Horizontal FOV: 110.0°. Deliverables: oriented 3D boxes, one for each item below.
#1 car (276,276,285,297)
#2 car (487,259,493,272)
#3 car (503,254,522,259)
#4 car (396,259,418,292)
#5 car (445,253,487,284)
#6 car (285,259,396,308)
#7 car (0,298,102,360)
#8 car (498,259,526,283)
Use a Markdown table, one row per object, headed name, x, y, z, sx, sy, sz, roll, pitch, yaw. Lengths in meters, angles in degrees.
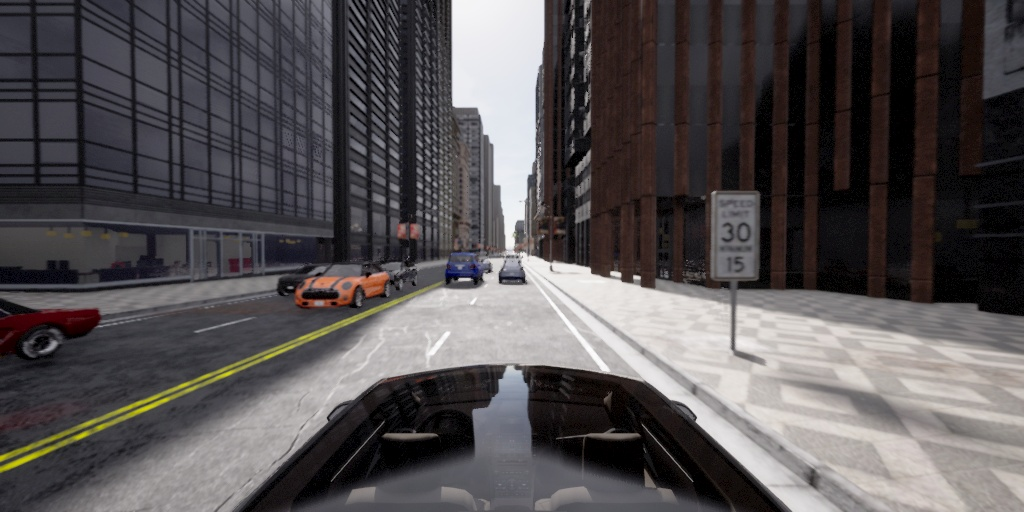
| name | x | y | z | sx | sy | sz | roll | pitch | yaw |
| --- | --- | --- | --- | --- | --- | --- | --- | --- | --- |
| car | -9.835 | 1.126 | 18.420 | 1.882 | 1.535 | 5.008 | 0 | 0 | 0 |
| car | -3.200 | 1.062 | 40.303 | 2.033 | 1.411 | 5.357 | 0 | 0 | 0 |
| car | 0.071 | 0.718 | 43.371 | 2.150 | 2.045 | 5.566 | 0 | 0 | 0 |
| car | -6.502 | 0.947 | 19.608 | 1.837 | 1.490 | 4.892 | 0 | 0 | 0 |
| car | -3.243 | 0.828 | 25.136 | 2.150 | 2.045 | 5.566 | 0 | 0 | 0 |
| car | -6.591 | 1.024 | 14.507 | 2.097 | 1.767 | 4.553 | 0 | 0 | 0 |
| car | -9.844 | 1.328 | 5.493 | 1.895 | 1.301 | 4.718 | 0 | 0 | 0 |
| car | 0.017 | 1.164 | 26.475 | 1.994 | 1.385 | 4.181 | 0 | 0 | 1 |
